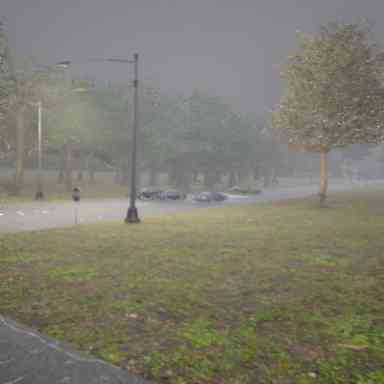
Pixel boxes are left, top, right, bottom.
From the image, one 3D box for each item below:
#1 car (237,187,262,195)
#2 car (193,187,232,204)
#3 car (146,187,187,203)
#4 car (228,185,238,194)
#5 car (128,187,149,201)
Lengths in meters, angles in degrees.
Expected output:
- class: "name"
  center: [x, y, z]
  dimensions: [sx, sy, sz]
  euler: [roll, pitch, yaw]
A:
- class: "car"
  center: [10.012, -0.151, 56.066]
  dimensions: [1.895, 1.301, 4.718]
  euler: [4, 4, 35]
- class: "car"
  center: [2.238, 0.532, 39.150]
  dimensions: [2.033, 1.411, 5.357]
  euler: [4, 4, 35]
- class: "car"
  center: [-2.677, 0.469, 38.521]
  dimensions: [1.895, 1.301, 4.718]
  euler: [4, 4, 36]
- class: "car"
  center: [6.996, -0.420, 57.846]
  dimensions: [1.812, 1.442, 4.674]
  euler: [4, 4, 36]
- class: "car"
  center: [-5.527, 0.142, 40.528]
  dimensions: [1.882, 1.535, 5.008]
  euler: [4, 4, 36]
